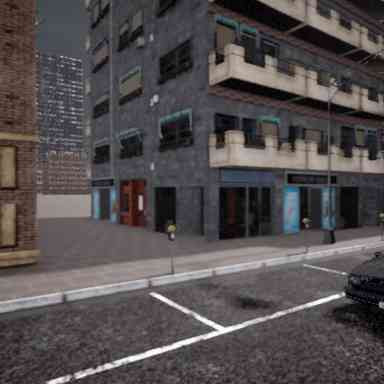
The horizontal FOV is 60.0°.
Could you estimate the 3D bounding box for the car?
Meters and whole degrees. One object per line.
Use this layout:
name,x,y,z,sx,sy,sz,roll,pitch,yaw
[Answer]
car,5.597,1.646,7.376,5.357,1.411,2.033,1,0,-36
